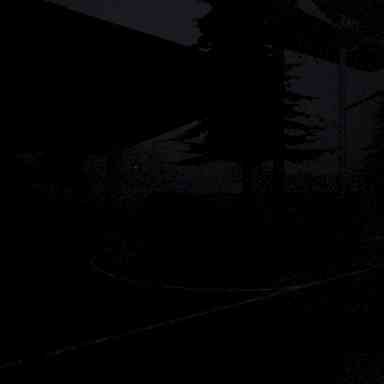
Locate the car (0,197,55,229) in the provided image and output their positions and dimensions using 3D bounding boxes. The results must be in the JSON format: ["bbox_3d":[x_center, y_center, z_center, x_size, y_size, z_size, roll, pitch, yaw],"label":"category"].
[{"bbox_3d":[-11.876,1.311,23.538,3.866,1.878,1.905,0,0,-36],"label":"car"}]
